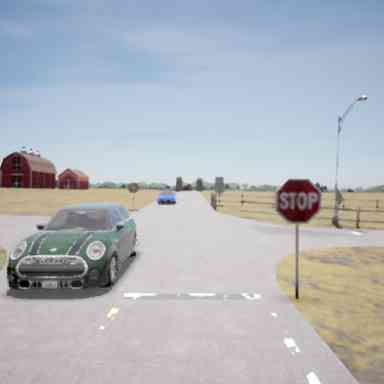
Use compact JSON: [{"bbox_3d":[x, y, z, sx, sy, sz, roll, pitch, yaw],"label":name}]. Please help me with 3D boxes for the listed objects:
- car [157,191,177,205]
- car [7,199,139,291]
[{"bbox_3d":[-2.711,0.595,36.590,1.882,1.535,5.008,0,3,0],"label":"car"},{"bbox_3d":[-2.739,1.127,8.655,2.097,1.767,4.553,0,2,0],"label":"car"}]
